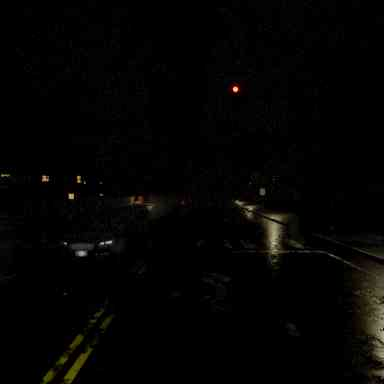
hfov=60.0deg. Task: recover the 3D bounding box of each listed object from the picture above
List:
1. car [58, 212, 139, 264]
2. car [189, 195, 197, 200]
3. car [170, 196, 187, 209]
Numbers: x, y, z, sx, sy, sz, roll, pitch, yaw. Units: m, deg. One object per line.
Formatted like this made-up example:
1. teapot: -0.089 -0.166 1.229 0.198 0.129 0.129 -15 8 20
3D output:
1. car: -3.139 1.502 11.990 2.128 1.511 4.902 0 0 1
2. car: 0.234 1.484 78.053 1.837 1.490 4.892 0 0 5
3. car: -1.933 1.413 47.200 2.097 1.767 4.553 0 0 3
